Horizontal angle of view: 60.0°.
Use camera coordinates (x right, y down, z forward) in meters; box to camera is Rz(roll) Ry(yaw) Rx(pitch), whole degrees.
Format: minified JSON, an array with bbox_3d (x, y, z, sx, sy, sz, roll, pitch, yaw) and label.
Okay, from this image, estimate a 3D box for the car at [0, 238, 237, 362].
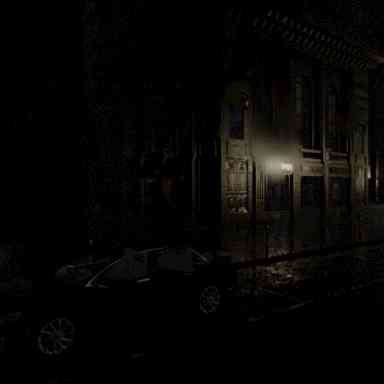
[{"bbox_3d":[-1.172,1.550,5.810,4.403,1.369,2.008,0,0,-35],"label":"car"}]
